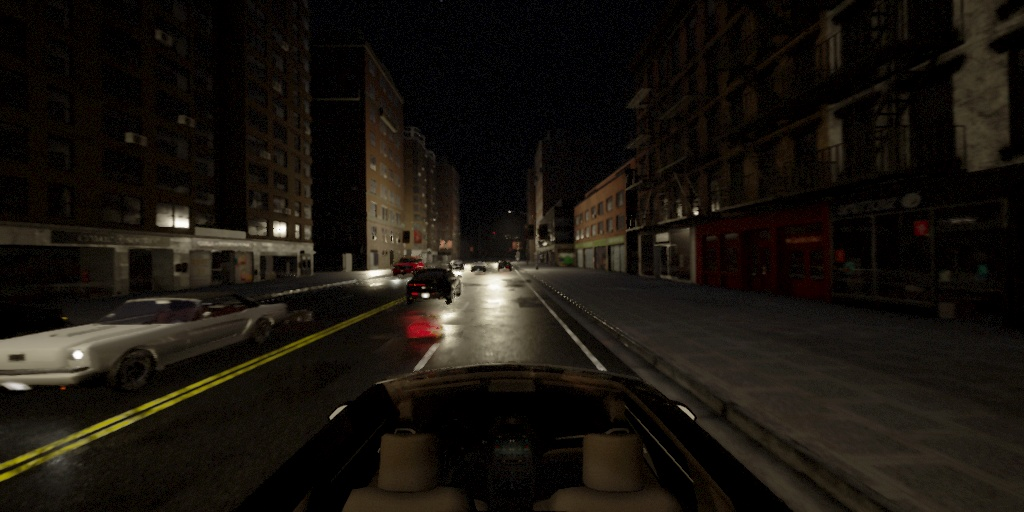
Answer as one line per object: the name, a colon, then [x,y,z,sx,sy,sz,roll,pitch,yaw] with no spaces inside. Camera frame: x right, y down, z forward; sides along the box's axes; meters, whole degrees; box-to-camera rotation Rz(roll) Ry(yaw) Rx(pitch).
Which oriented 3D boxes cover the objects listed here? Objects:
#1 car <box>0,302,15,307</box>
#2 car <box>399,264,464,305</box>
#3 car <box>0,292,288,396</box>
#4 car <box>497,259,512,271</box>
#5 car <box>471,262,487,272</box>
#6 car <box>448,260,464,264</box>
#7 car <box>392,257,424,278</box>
car: [-9.891,1.405,5.403,1.812,1.442,4.674,-1,0,-1]
car: [-3.458,1.296,16.483,1.837,1.490,4.892,-1,0,-1]
car: [-6.678,1.437,7.002,1.895,1.301,4.718,-1,0,-1]
car: [-0.987,1.246,48.175,1.837,1.490,4.892,-1,-1,-1]
car: [-4.189,1.389,46.305,1.895,1.301,4.718,-1,0,-1]
car: [-7.693,1.325,49.519,2.128,1.511,4.902,-1,0,-1]
car: [-10.680,1.099,37.332,2.150,2.045,5.566,-1,0,-1]
